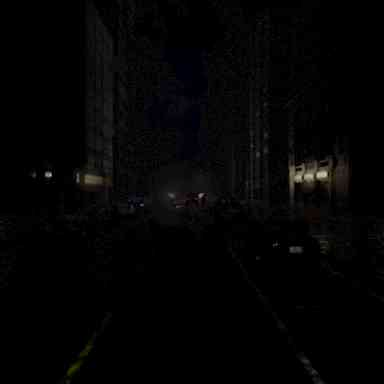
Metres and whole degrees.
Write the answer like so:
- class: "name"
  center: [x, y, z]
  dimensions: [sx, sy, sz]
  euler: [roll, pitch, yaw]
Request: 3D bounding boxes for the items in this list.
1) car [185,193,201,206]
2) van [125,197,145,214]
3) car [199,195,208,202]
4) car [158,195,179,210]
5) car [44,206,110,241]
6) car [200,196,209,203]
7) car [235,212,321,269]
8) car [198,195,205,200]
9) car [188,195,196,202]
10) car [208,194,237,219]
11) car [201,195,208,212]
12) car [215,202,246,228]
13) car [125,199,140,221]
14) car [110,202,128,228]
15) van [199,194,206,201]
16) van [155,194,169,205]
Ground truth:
- class: "car"
  center: [-0.019, 1.259, 57.475]
  dimensions: [2.150, 2.045, 5.566]
  euler: [0, 0, 0]
- class: "van"
  center: [-5.772, 1.359, 33.358]
  dimensions: [1.690, 1.788, 3.998]
  euler: [0, 0, 0]
- class: "car"
  center: [2.738, 1.498, 78.245]
  dimensions: [1.967, 1.590, 4.097]
  euler: [0, 0, 0]
- class: "car"
  center: [-3.099, 1.531, 44.329]
  dimensions: [1.837, 1.490, 4.892]
  euler: [0, 0, 0]
- class: "car"
  center: [-5.767, 1.557, 16.529]
  dimensions: [2.008, 1.369, 4.403]
  euler: [0, 0, 0]
- class: "car"
  center: [2.740, 1.597, 72.636]
  dimensions: [1.887, 1.381, 4.507]
  euler: [0, 0, 0]
- class: "car"
  center: [2.760, 1.570, 10.936]
  dimensions: [1.947, 1.339, 4.313]
  euler: [0, 0, 0]
- class: "car"
  center: [2.732, 1.620, 95.073]
  dimensions: [1.887, 1.381, 4.507]
  euler: [0, 0, 0]
- class: "car"
  center: [-0.024, 1.400, 74.845]
  dimensions: [1.837, 1.490, 4.892]
  euler: [0, 0, 0]
- class: "car"
  center: [2.755, 1.329, 27.763]
  dimensions: [2.192, 1.841, 5.009]
  euler: [0, 0, 0]
- class: "car"
  center: [2.338, 1.480, 39.733]
  dimensions: [1.801, 1.575, 5.366]
  euler: [0, 0, 0]
- class: "car"
  center: [2.756, 1.592, 22.154]
  dimensions: [1.802, 1.307, 4.206]
  euler: [0, 0, 0]
- class: "car"
  center: [-5.771, 1.539, 27.578]
  dimensions: [1.752, 1.417, 4.829]
  euler: [0, 0, 0]
- class: "car"
  center: [-5.769, 1.592, 22.139]
  dimensions: [1.802, 1.307, 4.206]
  euler: [0, 0, 0]
- class: "van"
  center: [2.734, 1.410, 89.464]
  dimensions: [1.690, 1.788, 3.998]
  euler: [0, 0, 0]
- class: "van"
  center: [-5.782, 1.382, 61.405]
  dimensions: [1.690, 1.788, 3.998]
  euler: [0, 0, 0]
